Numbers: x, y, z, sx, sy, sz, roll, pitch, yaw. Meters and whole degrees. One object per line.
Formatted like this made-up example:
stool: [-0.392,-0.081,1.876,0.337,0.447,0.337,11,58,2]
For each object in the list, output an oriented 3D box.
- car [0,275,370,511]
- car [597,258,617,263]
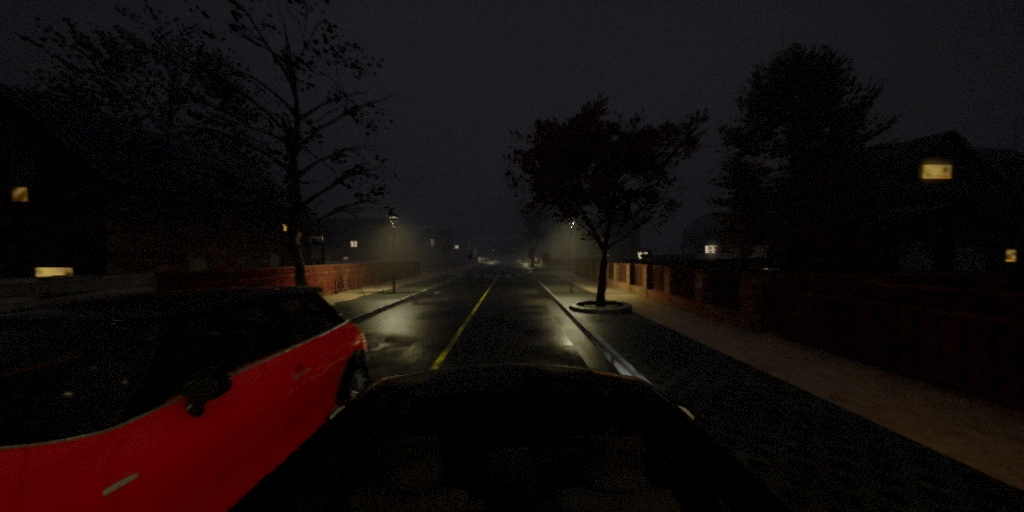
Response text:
car: [-2.849,1.101,2.635,2.097,1.767,4.553,0,0,0]
car: [11.413,1.017,40.971,4.902,1.511,2.128,-1,2,0]
